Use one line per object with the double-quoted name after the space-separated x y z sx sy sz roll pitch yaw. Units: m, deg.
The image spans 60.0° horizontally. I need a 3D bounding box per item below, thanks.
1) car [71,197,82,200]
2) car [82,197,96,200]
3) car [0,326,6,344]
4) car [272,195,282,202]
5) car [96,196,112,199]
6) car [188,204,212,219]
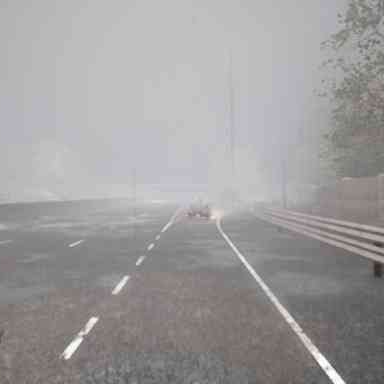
-27.992 1.948 81.195 1.882 1.535 5.008 0 0 0 "car"
-24.492 2.065 81.164 1.895 1.301 4.718 0 0 0 "car"
-3.399 1.559 1.935 2.033 1.411 5.357 0 0 0 "car"
22.822 2.180 89.341 2.097 1.767 4.553 0 2 20 "car"
-20.992 1.996 81.194 2.128 1.511 4.902 0 0 0 "car"
0.828 1.780 31.303 1.895 1.301 4.718 0 0 8 "car"
